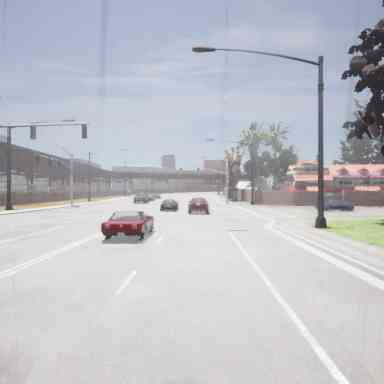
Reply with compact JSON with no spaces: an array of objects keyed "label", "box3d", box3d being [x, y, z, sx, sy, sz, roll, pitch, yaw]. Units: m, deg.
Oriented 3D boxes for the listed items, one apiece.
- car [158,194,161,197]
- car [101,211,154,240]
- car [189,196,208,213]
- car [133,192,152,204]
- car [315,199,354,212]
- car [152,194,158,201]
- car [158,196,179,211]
[{"label":"car","box3d":[-9.084,1.093,84.573,1.994,1.385,4.181,0,1,1]},{"label":"car","box3d":[-3.124,1.601,17.107,1.895,1.301,4.718,0,0,1]},{"label":"car","box3d":[0.706,1.338,36.507,2.097,1.767,4.553,0,0,1]},{"label":"car","box3d":[-9.508,1.082,62.658,2.150,2.045,5.566,0,1,1]},{"label":"car","box3d":[16.776,1.565,39.160,4.181,1.385,1.994,0,0,-1]},{"label":"car","box3d":[-9.277,1.276,73.120,2.033,1.411,5.357,0,1,1]},{"label":"car","box3d":[-2.722,1.546,40.830,1.994,1.385,4.181,0,0,1]}]
